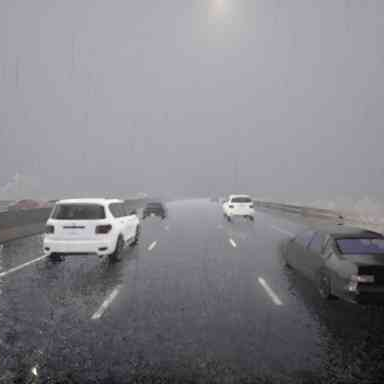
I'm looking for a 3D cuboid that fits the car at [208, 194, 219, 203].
[{"bbox_3d":[5.471,1.683,80.862,2.097,1.767,4.553,0,0,3],"label":"car"}]

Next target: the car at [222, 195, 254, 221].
[{"bbox_3d":[3.861,1.300,28.187,2.150,2.045,5.566,0,0,1],"label":"car"}]

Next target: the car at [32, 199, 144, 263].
[{"bbox_3d":[-3.341,1.249,12.146,2.150,2.045,5.566,0,0,0],"label":"car"}]

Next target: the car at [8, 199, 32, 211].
[{"bbox_3d":[-20.560,1.600,40.838,1.882,1.535,5.008,0,0,2],"label":"car"}]

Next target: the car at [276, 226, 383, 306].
[{"bbox_3d":[3.631,1.567,8.308,2.033,1.411,5.357,0,0,0],"label":"car"}]

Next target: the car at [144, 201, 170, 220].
[{"bbox_3d":[-3.121,1.585,29.156,1.837,1.490,4.892,0,0,1],"label":"car"}]
